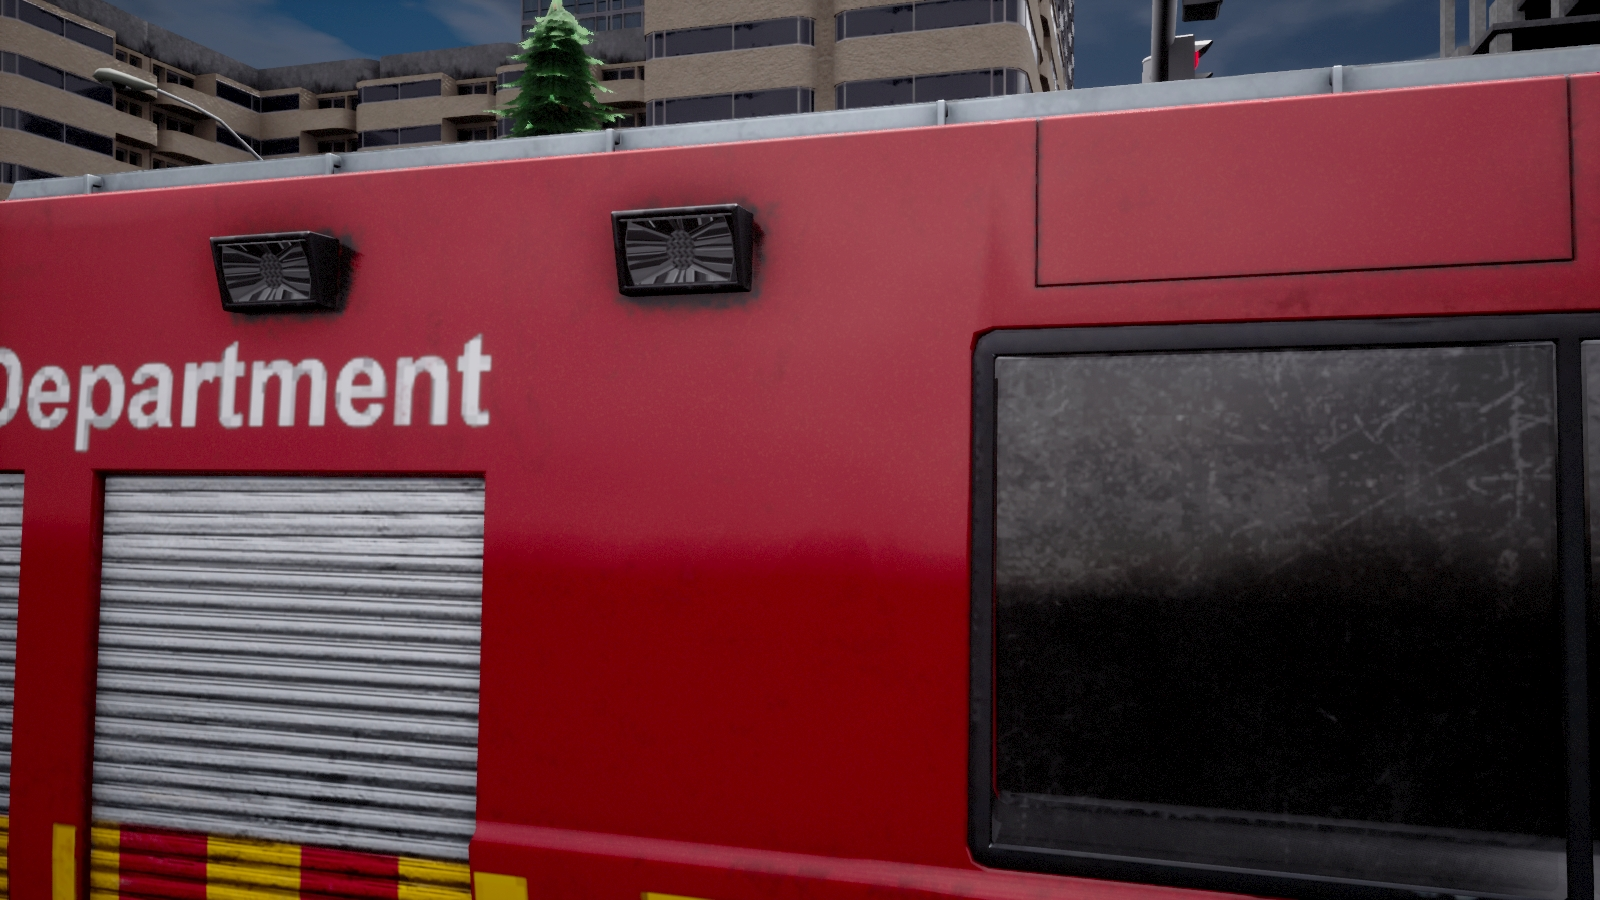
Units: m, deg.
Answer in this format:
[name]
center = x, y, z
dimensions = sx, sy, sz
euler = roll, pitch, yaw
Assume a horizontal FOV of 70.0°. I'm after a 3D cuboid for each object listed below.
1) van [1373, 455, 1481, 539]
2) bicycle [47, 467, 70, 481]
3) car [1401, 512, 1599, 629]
[van]
center = 21.595, 1.530, 39.604
dimensions = 1.988, 2.561, 5.915
euler = 0, 1, 16
[bicycle]
center = -65.142, 2.102, 100.377
dimensions = 1.487, 1.276, 0.859
euler = 0, 0, 15
[car]
center = 12.484, 2.037, 20.491
dimensions = 2.038, 1.542, 4.974
euler = 0, 0, 16
